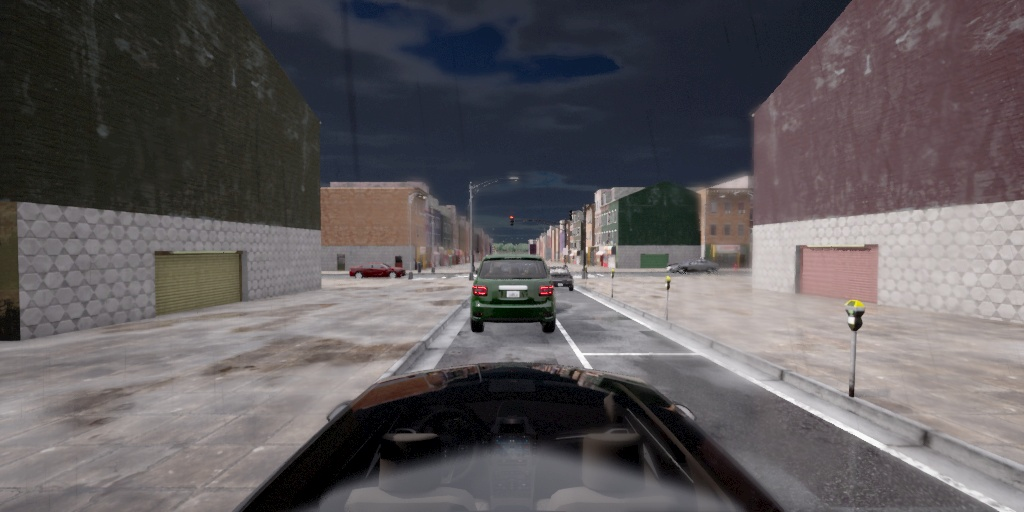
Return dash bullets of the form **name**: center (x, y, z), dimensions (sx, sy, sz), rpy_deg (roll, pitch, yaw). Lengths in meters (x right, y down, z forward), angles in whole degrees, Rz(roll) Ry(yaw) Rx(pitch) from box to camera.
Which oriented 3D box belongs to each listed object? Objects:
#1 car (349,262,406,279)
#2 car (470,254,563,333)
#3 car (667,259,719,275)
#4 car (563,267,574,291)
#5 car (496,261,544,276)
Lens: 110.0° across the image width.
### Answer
- **car**: center (-12.397, 1.337, 33.248), dimensions (5.008, 1.535, 1.882), rpy_deg (0, 1, -1)
- **car**: center (0.029, 0.968, 10.905), dimensions (2.150, 2.045, 5.566), rpy_deg (0, 0, 0)
- **car**: center (18.281, 1.101, 36.245), dimensions (4.902, 1.511, 2.128), rpy_deg (0, 1, 0)
- **car**: center (2.594, 1.296, 21.320), dimensions (2.007, 1.370, 4.403), rpy_deg (0, 0, 0)
- **car**: center (0.782, 1.267, 36.241), dimensions (4.674, 1.442, 1.812), rpy_deg (0, 0, 0)
